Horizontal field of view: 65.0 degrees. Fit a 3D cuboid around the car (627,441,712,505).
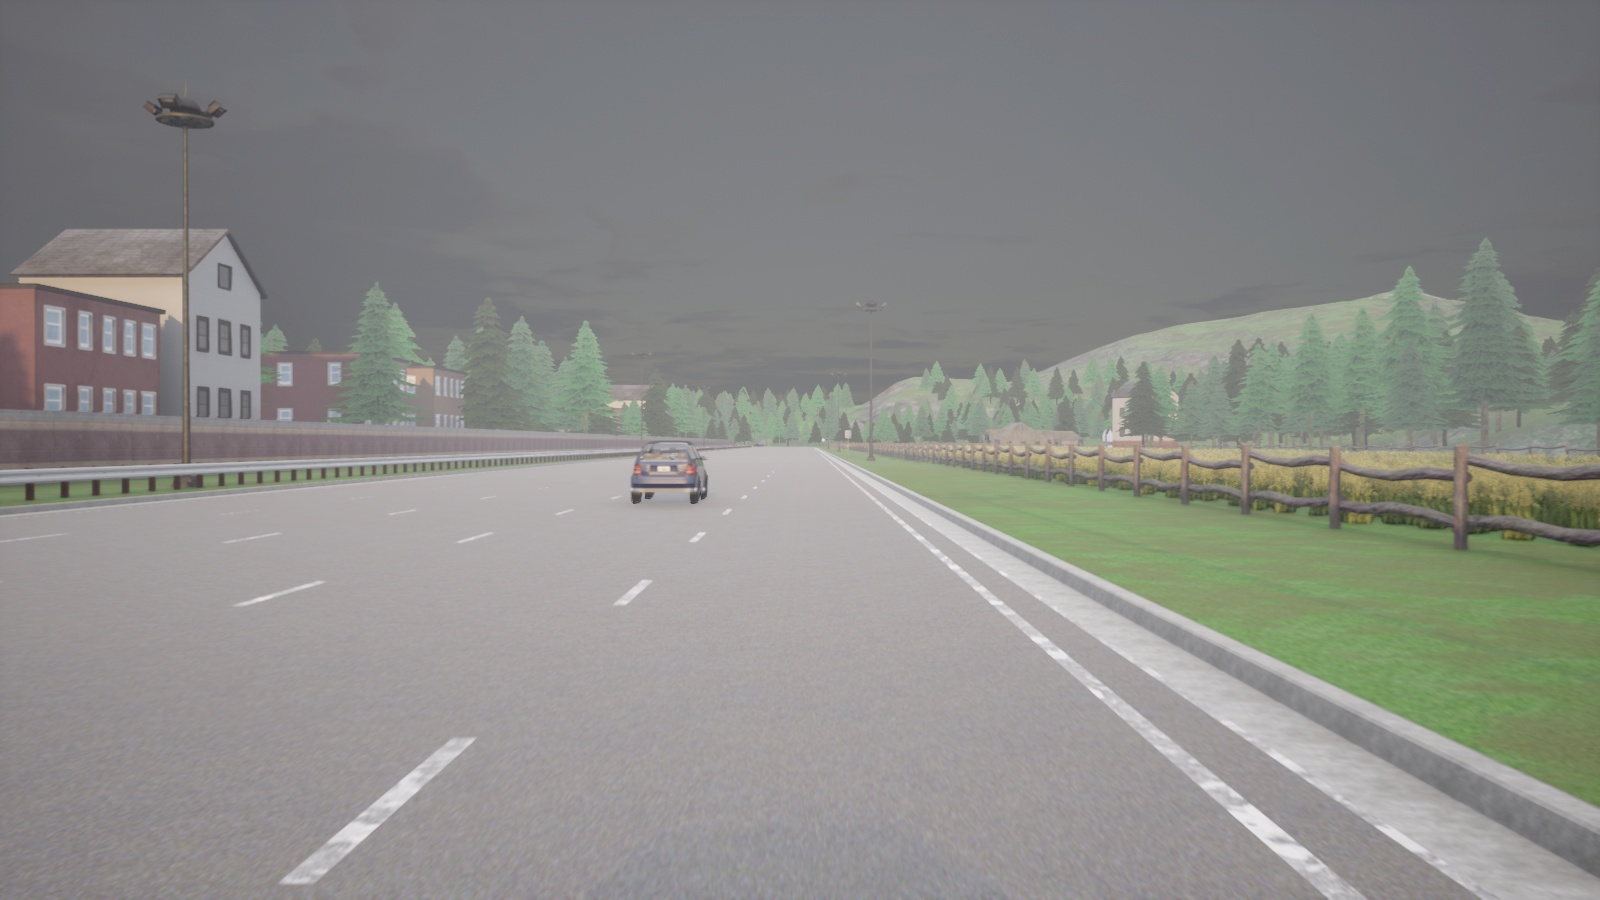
[{"bbox_3d":[-3.298,0.540,32.357,1.789,1.549,3.705,0,0,0],"label":"car"}]
